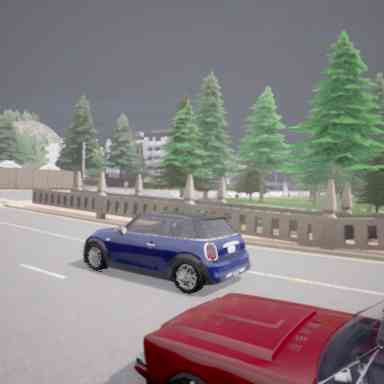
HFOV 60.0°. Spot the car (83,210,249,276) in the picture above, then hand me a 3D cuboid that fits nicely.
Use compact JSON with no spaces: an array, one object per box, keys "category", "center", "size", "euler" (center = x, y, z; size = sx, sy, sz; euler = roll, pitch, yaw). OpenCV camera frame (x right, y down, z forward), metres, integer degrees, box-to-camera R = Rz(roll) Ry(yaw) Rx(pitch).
[{"category":"car","center":[-0.827,1.272,8.850],"size":[4.553,1.767,2.097],"euler":[2,1,35]}]

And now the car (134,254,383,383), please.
[{"category":"car","center":[1.763,1.600,2.727],"size":[4.718,1.301,1.895],"euler":[0,0,35]}]
